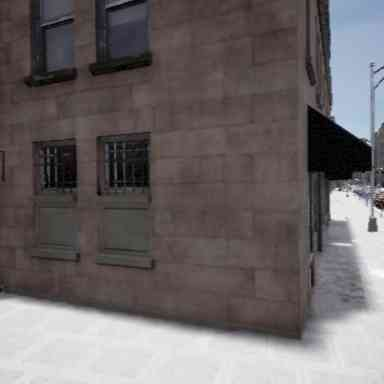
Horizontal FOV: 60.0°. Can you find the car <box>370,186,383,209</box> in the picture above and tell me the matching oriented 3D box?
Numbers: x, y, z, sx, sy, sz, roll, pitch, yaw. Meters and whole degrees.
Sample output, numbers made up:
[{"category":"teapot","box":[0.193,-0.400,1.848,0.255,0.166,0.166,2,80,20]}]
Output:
[{"category":"car","box":[17.831,0.511,30.121,2.192,1.841,5.009,0,1,24]}]

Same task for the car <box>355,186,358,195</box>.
[{"category":"car","box":[29.150,0.089,56.029,1.887,1.381,4.507,0,1,24]}]

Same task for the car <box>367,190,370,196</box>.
[{"category":"car","box":[20.097,0.648,35.307,1.802,1.307,4.206,0,1,24]}]

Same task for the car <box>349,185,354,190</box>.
[{"category":"car","box":[40.461,-0.612,81.929,1.967,1.590,4.097,0,1,24]}]

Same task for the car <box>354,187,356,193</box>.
[{"category":"car","box":[31.412,-0.002,61.211,1.802,1.307,4.206,0,1,24]}]

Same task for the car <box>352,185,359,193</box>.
[{"category":"car","box":[35.937,-0.239,71.569,1.802,1.307,4.206,0,1,24]}]

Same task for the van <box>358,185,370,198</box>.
[{"category":"van","box":[26.884,0.016,50.844,1.690,1.788,3.998,0,1,24]}]
